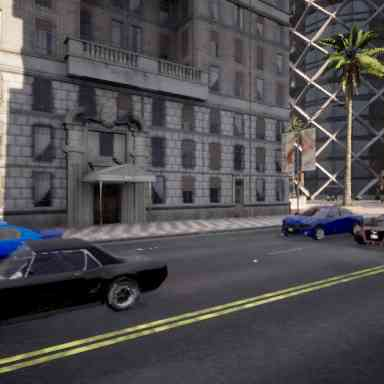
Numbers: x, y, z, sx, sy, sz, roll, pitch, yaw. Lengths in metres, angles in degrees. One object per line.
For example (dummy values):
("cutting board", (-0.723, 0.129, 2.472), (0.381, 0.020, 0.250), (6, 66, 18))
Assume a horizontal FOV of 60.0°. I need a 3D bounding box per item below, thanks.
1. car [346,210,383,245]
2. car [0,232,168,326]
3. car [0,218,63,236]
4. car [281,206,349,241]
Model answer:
("car", (8.812, 1.563, 14.145), (4.181, 1.385, 1.994), (0, 0, -34))
("car", (-2.912, 1.601, 6.205), (4.718, 1.301, 1.895), (0, 0, -34))
("car", (-5.849, 1.478, 8.457), (5.008, 1.535, 1.882), (0, 0, -34))
("car", (6.693, 1.478, 16.937), (5.008, 1.535, 1.882), (0, 0, -34))
